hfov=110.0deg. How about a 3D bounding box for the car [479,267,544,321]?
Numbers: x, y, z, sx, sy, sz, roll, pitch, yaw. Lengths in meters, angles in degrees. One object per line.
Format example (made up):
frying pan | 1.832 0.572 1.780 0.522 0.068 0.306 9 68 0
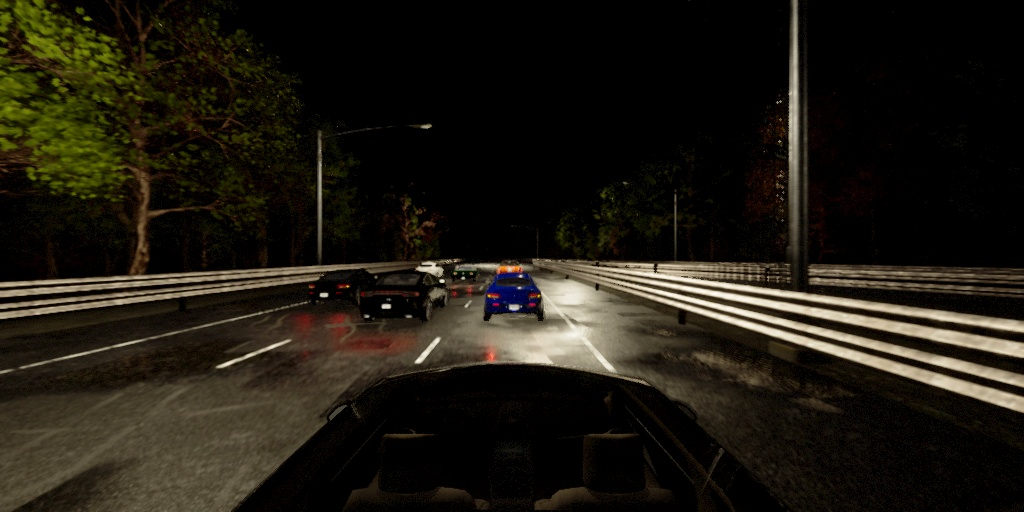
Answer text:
car | 0.042 1.277 12.388 1.812 1.442 4.674 0 0 0

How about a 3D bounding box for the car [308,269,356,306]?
car | -6.987 1.280 15.594 1.812 1.442 4.674 0 0 -1

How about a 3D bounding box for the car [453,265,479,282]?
car | -3.681 1.364 29.009 1.895 1.301 4.718 0 0 -1

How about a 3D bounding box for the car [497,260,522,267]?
car | -0.208 1.115 30.211 2.097 1.767 4.553 0 0 -1

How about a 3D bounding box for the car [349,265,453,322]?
car | -3.457 1.230 12.284 1.882 1.535 5.008 0 0 0

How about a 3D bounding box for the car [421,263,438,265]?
car | -7.234 1.293 31.549 1.812 1.442 4.674 0 0 -1
